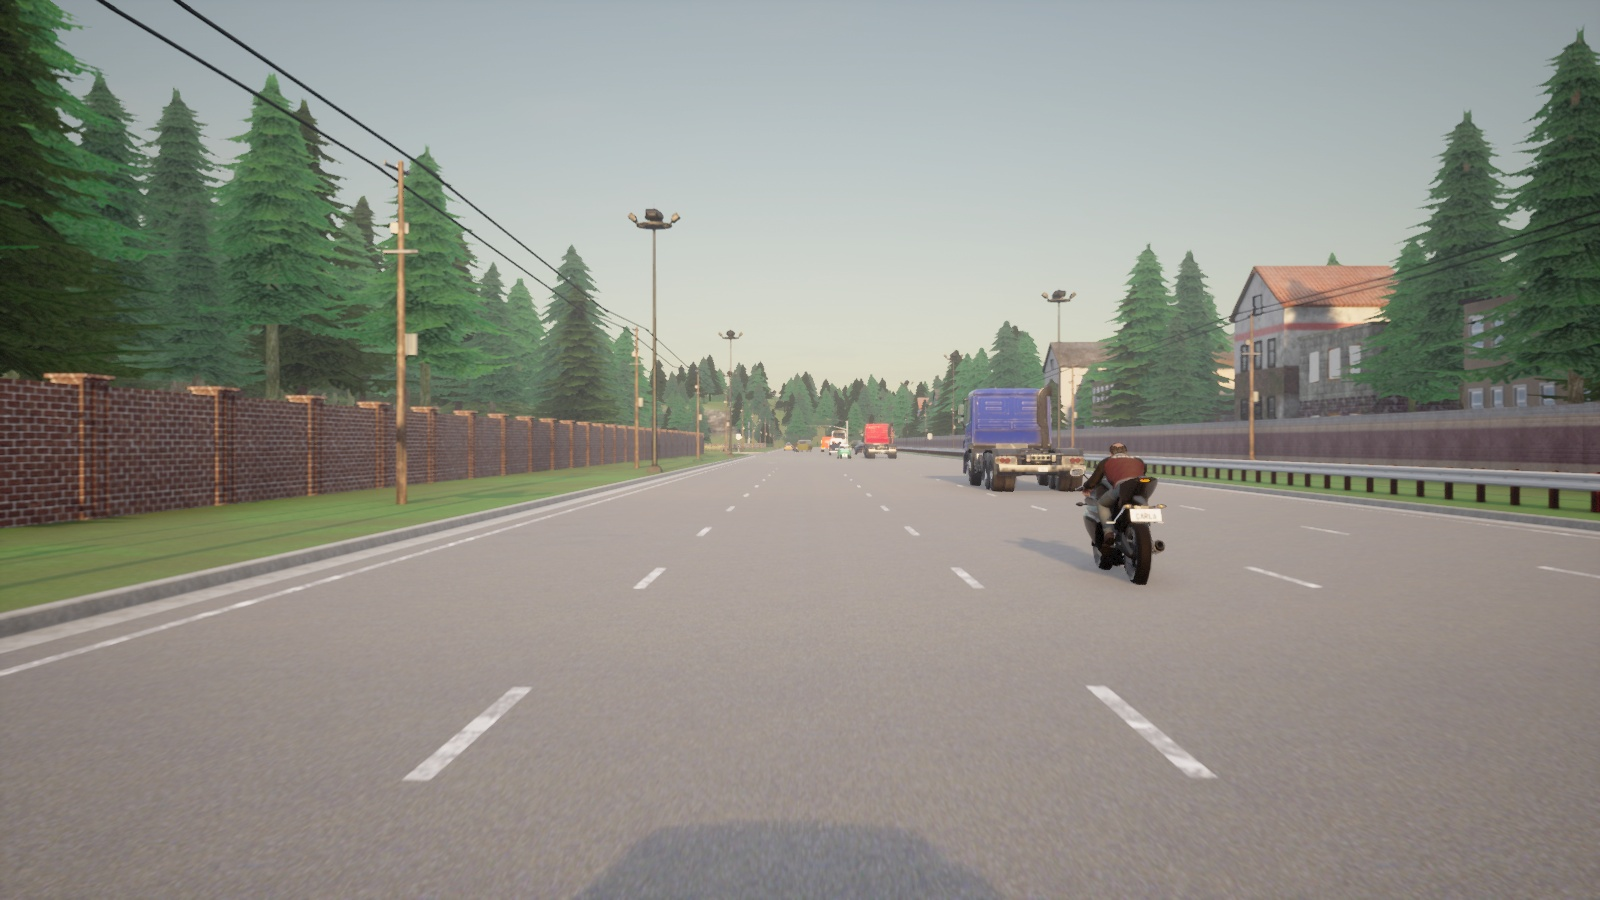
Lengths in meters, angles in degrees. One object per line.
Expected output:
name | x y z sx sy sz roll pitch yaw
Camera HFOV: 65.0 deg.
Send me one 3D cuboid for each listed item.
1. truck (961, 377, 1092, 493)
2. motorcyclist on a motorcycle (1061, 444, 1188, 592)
truck | 7.252 -0.462 41.340 2.891 3.462 7.936 0 0 0
motorcyclist on a motorcycle | 3.596 0.705 14.130 0.866 1.530 2.191 0 0 0
